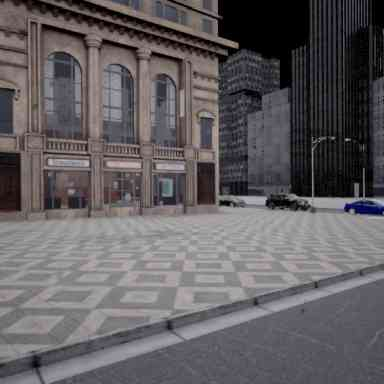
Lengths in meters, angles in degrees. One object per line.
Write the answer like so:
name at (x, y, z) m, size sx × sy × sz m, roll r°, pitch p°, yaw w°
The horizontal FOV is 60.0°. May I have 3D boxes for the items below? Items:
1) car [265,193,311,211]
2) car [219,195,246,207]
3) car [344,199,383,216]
car at (11.110, 1.142, 38.938) m, size 2.150 × 2.045 × 5.566 m, roll -1°, pitch 0°, yaw -34°
car at (5.539, 1.244, 47.203) m, size 2.097 × 1.767 × 4.553 m, roll -1°, pitch 0°, yaw -34°
car at (16.680, 1.427, 30.701) m, size 1.882 × 1.535 × 5.008 m, roll -1°, pitch 1°, yaw -35°
